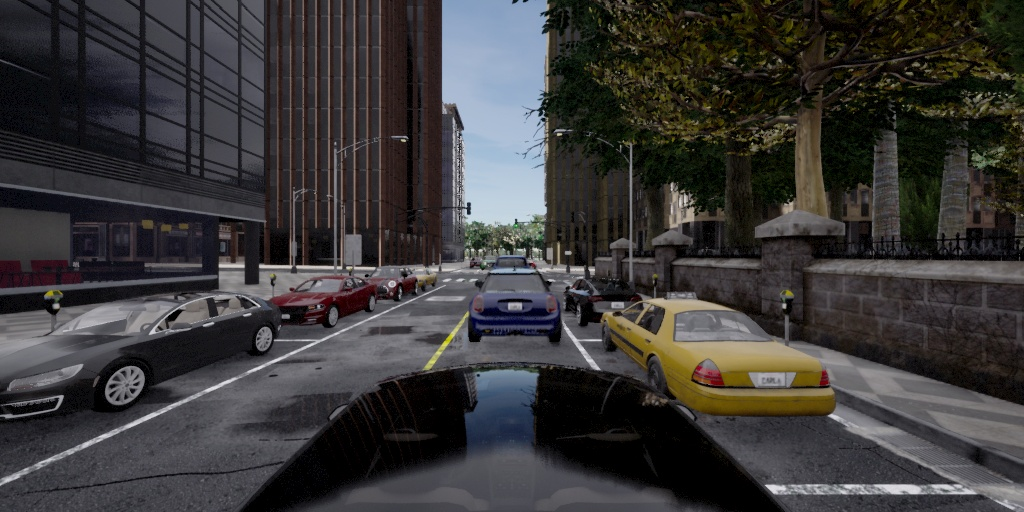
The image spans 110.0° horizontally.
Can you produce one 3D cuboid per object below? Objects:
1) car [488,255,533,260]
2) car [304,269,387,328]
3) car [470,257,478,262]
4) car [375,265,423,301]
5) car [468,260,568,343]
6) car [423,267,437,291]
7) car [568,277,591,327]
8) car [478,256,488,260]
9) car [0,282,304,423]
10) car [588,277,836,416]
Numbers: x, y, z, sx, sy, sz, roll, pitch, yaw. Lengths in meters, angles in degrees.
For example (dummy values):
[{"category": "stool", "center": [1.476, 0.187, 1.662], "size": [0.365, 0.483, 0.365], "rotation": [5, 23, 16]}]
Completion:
[{"category": "car", "center": [-0.001, 0.976, 21.232], "size": [2.150, 2.045, 5.566], "rotation": [0, 0, 0]}, {"category": "car", "center": [-5.778, 1.295, 11.388], "size": [1.888, 1.381, 4.507], "rotation": [0, 0, 0]}, {"category": "car", "center": [-5.851, 1.079, 59.709], "size": [2.192, 1.841, 5.009], "rotation": [0, 0, 0]}, {"category": "car", "center": [-5.786, 1.190, 16.845], "size": [1.967, 1.591, 4.097], "rotation": [0, 0, 0]}, {"category": "car", "center": [0.042, 1.101, 9.804], "size": [2.097, 1.767, 4.553], "rotation": [0, 0, -1]}, {"category": "car", "center": [-5.794, 1.277, 22.131], "size": [1.751, 1.417, 4.829], "rotation": [0, 0, 0]}, {"category": "car", "center": [2.747, 1.316, 11.403], "size": [1.948, 1.339, 4.313], "rotation": [0, 0, 0]}, {"category": "car", "center": [-3.178, 0.982, 51.183], "size": [2.150, 2.045, 5.566], "rotation": [0, 0, 0]}, {"category": "car", "center": [-5.769, 1.300, 5.931], "size": [2.007, 1.370, 4.403], "rotation": [0, 0, 0]}, {"category": "car", "center": [2.755, 1.275, 6.116], "size": [1.751, 1.417, 4.829], "rotation": [0, 0, 0]}]
